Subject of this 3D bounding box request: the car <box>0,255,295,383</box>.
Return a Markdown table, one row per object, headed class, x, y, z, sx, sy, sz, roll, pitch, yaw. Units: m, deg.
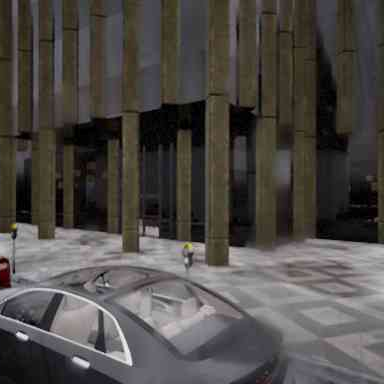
| class | x | y | z | sx | sy | sz | roll | pitch | yaw |
| --- | --- | --- | --- | --- | --- | --- | --- | --- | --- |
| car | -1.119 | 1.544 | 3.767 | 4.403 | 1.369 | 2.008 | 0 | 0 | 36 |
